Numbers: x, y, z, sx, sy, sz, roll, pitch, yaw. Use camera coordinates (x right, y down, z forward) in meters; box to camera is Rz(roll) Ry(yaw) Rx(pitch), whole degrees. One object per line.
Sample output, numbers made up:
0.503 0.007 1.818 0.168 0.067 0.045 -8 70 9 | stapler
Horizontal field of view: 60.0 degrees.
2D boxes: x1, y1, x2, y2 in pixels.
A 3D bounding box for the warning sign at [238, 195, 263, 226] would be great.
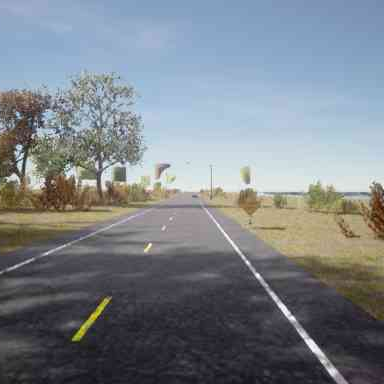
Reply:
3.545 1.100 20.275 1.300 1.860 1.060 0 0 0 | warning sign
